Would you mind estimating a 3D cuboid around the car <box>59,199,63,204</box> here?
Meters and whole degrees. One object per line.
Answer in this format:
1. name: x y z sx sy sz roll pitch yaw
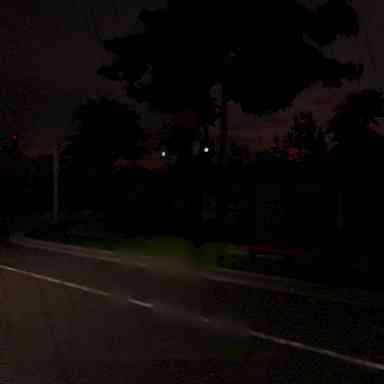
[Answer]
1. car: -21.950 1.328 51.998 3.806 1.475 1.970 0 0 36
